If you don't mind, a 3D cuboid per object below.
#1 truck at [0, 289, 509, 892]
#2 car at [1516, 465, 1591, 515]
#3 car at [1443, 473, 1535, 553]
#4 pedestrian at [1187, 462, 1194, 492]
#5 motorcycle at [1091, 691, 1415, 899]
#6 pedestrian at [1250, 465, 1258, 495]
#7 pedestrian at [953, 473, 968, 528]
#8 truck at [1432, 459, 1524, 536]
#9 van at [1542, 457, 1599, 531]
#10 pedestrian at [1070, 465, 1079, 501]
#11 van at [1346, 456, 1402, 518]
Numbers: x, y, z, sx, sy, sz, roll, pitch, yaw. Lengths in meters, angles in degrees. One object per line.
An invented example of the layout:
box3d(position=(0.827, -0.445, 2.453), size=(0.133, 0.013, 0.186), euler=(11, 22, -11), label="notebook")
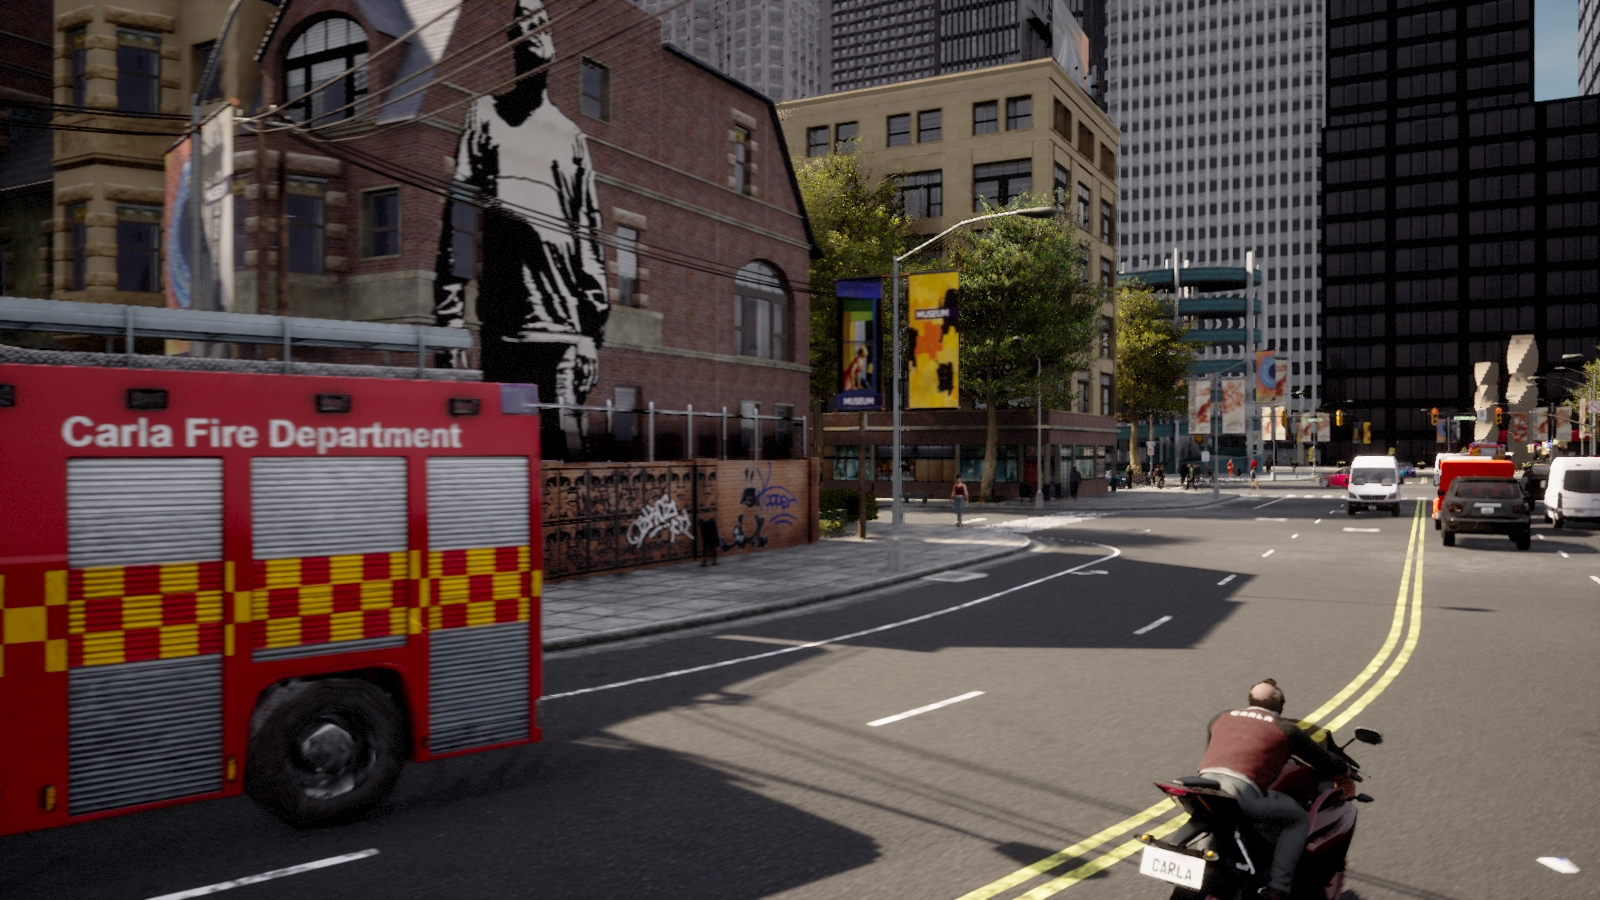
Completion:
box3d(position=(-6.594, 0.892, 7.878), size=(8.468, 3.827, 2.891), euler=(0, 0, -40), label="truck")
box3d(position=(34.561, 1.758, 52.558), size=(2.390, 2.098, 6.274), euler=(0, 0, 29), label="car")
box3d(position=(20.433, 1.783, 34.096), size=(2.150, 2.045, 5.566), euler=(0, 0, 29), label="car")
box3d(position=(24.577, 1.705, 71.884), size=(0.375, 1.860, 0.375), euler=(0, 0, 25), label="pedestrian")
box3d(position=(2.612, 2.206, 6.415), size=(2.209, 1.251, 0.867), euler=(0, -1, -45), label="motorcycle")
box3d(position=(28.035, 1.856, 70.570), size=(0.375, 1.860, 0.375), euler=(0, 0, 34), label="pedestrian")
box3d(position=(5.422, 1.702, 38.597), size=(0.375, 1.860, 0.375), euler=(0, 0, 26), label="pedestrian")
box3d(position=(23.858, 1.572, 40.381), size=(2.627, 2.467, 5.204), euler=(0, 0, 29), label="truck")
box3d(position=(28.915, 1.538, 42.320), size=(1.988, 2.561, 5.915), euler=(0, 0, 29), label="van")
box3d(position=(14.226, 1.704, 59.171), size=(0.375, 1.860, 0.375), euler=(0, 0, 25), label="pedestrian")
box3d(position=(25.220, 1.539, 50.124), size=(1.988, 2.561, 5.915), euler=(0, 0, 29), label="van")
